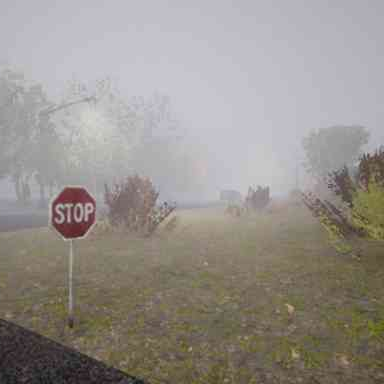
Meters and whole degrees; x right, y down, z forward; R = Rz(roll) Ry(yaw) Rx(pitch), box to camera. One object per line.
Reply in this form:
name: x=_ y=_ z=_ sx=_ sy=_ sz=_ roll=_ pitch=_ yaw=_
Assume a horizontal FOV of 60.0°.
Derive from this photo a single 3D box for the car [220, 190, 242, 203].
car: x=6.659 y=0.674 z=56.206 sx=2.150 sy=2.045 sz=5.566 roll=1 pitch=1 yaw=30
